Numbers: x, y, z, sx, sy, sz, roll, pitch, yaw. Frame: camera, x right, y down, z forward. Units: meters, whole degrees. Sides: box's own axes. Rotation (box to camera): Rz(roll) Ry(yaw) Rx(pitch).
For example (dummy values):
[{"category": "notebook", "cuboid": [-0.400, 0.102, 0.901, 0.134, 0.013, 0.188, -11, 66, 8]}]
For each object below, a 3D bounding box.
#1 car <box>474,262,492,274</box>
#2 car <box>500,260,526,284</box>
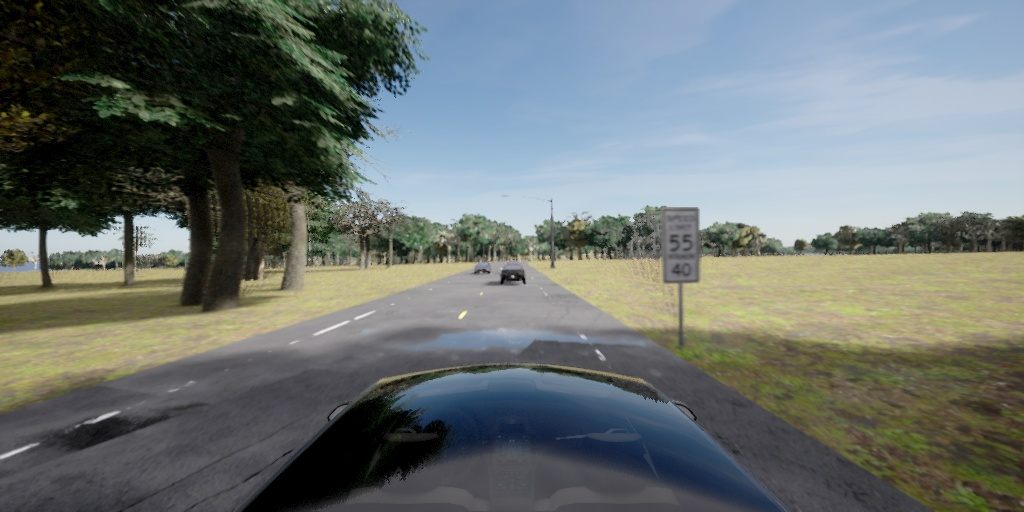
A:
[{"category": "car", "cuboid": [-3.368, 1.406, 42.275, 2.033, 1.411, 5.357, -1, 0, 0]}, {"category": "car", "cuboid": [0.094, 1.301, 27.899, 1.882, 1.535, 5.008, -1, 0, 1]}]
